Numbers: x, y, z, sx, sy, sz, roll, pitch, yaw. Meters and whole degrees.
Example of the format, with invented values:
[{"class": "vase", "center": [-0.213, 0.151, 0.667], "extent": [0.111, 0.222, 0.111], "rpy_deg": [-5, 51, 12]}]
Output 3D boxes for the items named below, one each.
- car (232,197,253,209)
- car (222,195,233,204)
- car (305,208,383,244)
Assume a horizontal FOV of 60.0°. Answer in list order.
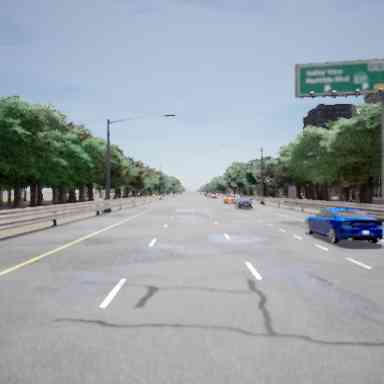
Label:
[{"class": "car", "center": [7.028, 1.528, 45.520], "extent": [1.812, 1.442, 4.674], "rpy_deg": [0, 0, 0]}, {"class": "car", "center": [7.043, 1.346, 63.747], "extent": [2.097, 1.767, 4.553], "rpy_deg": [0, 0, 0]}, {"class": "car", "center": [7.007, 1.493, 15.882], "extent": [1.882, 1.535, 5.008], "rpy_deg": [0, 0, 0]}]
